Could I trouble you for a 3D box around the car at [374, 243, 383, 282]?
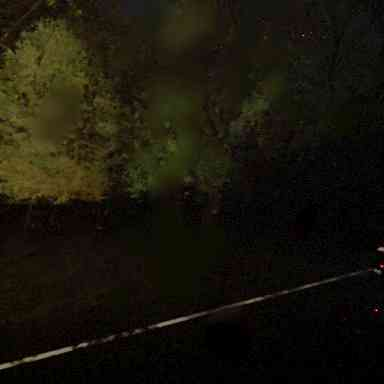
[{"bbox_3d":[6.500,1.522,8.383,4.902,1.511,2.128,0,0,-36],"label":"car"}]
